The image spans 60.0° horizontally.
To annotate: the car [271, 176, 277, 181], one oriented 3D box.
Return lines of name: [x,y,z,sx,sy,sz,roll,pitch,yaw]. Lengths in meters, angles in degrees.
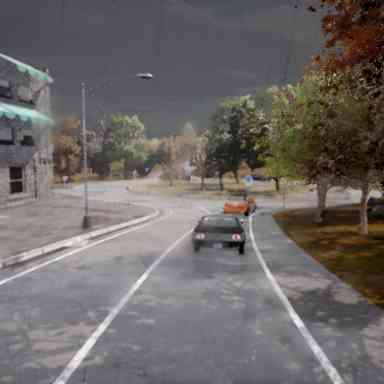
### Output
car: [16.607,-3.238,74.266,4.718,1.301,1.895,3,7,30]

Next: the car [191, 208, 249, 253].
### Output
car: [1.131,1.532,13.445,1.895,1.301,4.718,1,0,6]

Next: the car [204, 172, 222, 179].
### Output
car: [4.997,-4.028,81.391,2.128,1.511,4.902,-6,8,-44]

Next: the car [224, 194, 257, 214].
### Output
car: [4.285,0.927,29.031,2.097,1.767,4.553,2,4,21]

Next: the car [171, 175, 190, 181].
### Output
car: [-2.460,-3.134,72.695,4.181,1.385,1.994,-3,6,-24]

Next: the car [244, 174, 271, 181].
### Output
car: [13.767,-3.147,72.187,5.008,1.535,1.882,3,7,30]
